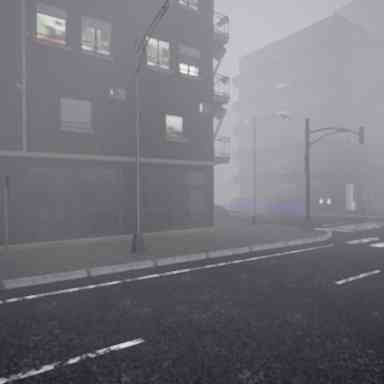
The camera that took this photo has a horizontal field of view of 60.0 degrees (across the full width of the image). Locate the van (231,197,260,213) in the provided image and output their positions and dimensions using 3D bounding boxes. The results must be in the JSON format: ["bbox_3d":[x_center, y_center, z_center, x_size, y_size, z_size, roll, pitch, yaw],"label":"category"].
[{"bbox_3d":[6.090,1.526,38.665,1.690,1.788,3.998,-2,0,-36],"label":"van"}]

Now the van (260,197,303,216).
[{"bbox_3d":[9.398,1.452,34.145,1.690,1.788,3.998,-2,0,-36],"label":"van"}]

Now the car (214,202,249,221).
[{"bbox_3d":[2.653,1.770,29.238,1.802,1.307,4.206,-2,0,-36],"label":"car"}]
